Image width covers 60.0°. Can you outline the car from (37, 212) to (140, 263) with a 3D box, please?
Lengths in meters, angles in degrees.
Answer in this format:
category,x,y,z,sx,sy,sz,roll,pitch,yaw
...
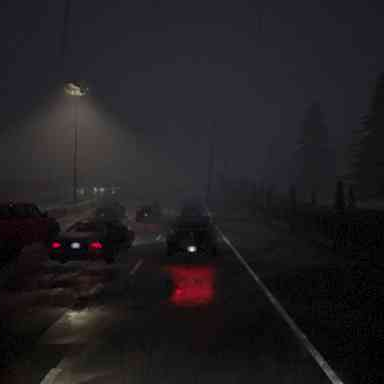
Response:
category,x,y,z,sx,sy,sz,roll,pitch,yaw
car,-3.496,1.684,12.517,2.033,1.411,5.357,0,-1,0

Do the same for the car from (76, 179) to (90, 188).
category,x,y,z,sx,sy,sz,roll,pitch,yaw
car,-21.294,-1.652,64.691,2.128,1.511,4.902,0,6,0

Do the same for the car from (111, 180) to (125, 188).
category,x,y,z,sx,sy,sz,roll,pitch,yaw
car,-14.301,-1.610,64.752,1.994,1.385,4.181,0,6,0

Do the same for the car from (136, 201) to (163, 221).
category,x,y,z,sx,sy,sz,roll,pitch,yaw
car,-3.572,1.520,28.389,2.128,1.511,4.902,0,2,0

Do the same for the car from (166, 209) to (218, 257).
category,x,y,z,sx,sy,sz,roll,pitch,yaw
car,0.009,1.654,13.507,1.837,1.490,4.892,0,0,0

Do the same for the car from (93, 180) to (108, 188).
category,x,y,z,sx,sy,sz,roll,pitch,yaw
car,-17.797,-1.612,64.728,1.994,1.385,4.181,0,6,0

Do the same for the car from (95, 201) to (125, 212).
category,x,y,z,sx,sy,sz,roll,pitch,yaw
car,-7.070,1.537,28.772,1.812,1.442,4.674,0,2,0

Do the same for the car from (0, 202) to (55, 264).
category,x,y,z,sx,sy,sz,roll,pitch,yaw
car,-6.996,1.362,12.598,2.150,2.045,5.566,0,0,0

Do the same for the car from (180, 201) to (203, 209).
category,x,y,z,sx,sy,sz,roll,pitch,yaw
car,-0.070,1.538,28.808,1.812,1.442,4.674,0,2,0
